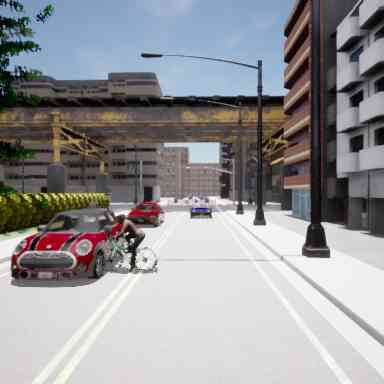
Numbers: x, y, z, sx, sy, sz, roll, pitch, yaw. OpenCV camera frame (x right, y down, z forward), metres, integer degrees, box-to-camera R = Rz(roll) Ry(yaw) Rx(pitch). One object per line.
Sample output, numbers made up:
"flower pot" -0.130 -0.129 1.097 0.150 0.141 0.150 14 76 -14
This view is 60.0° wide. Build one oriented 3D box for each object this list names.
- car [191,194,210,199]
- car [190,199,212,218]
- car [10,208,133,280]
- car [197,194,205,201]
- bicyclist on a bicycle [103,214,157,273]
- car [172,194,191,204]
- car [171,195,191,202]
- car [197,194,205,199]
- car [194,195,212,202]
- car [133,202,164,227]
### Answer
"car" 2.086 1.452 62.816 2.038 1.542 4.974 0 0 -19
"car" 0.830 1.601 29.927 1.895 1.301 4.718 0 0 1
"car" -3.377 1.351 10.013 2.097 1.767 4.553 0 0 1
"car" 2.397 1.452 89.413 2.038 1.542 4.974 0 0 1
"bicyclist on a bicycle" -1.803 1.453 9.306 1.656 1.620 0.582 -1 0 1
"car" -2.065 1.452 63.229 2.038 1.542 4.974 0 0 26
"car" -2.042 1.295 63.276 1.853 1.218 4.536 0 0 26
"car" 2.398 1.295 89.465 1.853 1.218 4.536 0 0 1
"car" 2.069 1.295 62.865 1.853 1.218 4.536 0 0 -19
"car" -3.035 1.477 22.745 1.882 1.535 5.008 0 0 2
